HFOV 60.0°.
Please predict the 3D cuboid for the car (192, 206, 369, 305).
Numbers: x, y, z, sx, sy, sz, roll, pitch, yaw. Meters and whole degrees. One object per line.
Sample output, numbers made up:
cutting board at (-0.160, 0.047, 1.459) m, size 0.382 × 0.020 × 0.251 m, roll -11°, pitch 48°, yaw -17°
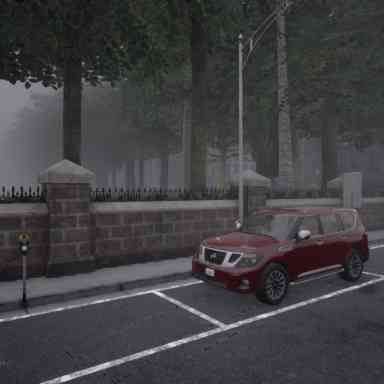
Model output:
car at (2.411, 1.314, 8.251) m, size 5.009 × 1.841 × 2.192 m, roll 0°, pitch 0°, yaw -35°
